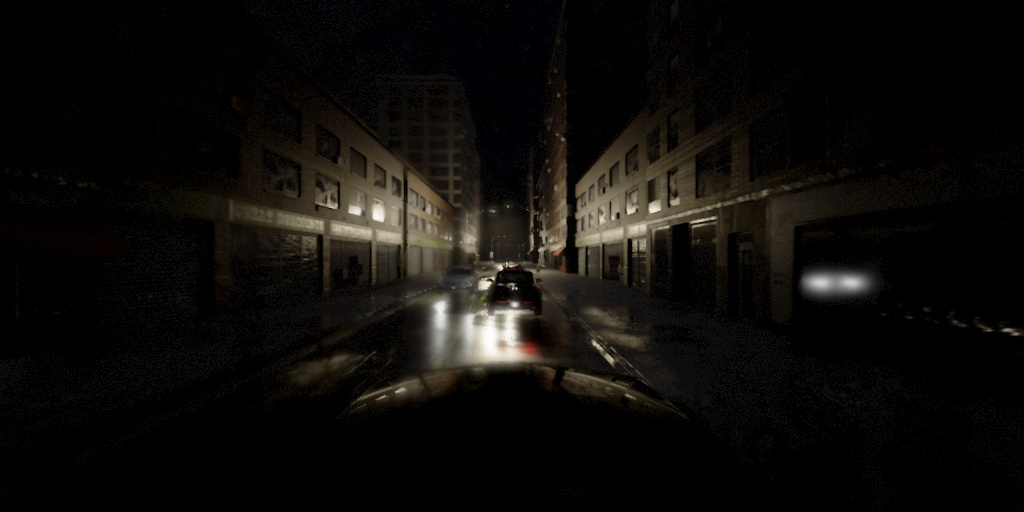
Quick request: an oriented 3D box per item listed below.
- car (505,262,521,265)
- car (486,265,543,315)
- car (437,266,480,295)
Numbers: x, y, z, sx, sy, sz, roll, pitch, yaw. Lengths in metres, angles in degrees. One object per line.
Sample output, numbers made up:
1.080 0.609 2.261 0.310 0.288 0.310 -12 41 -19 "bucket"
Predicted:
0.097 1.262 31.726 2.128 1.511 4.902 0 0 0 "car"
0.098 1.260 13.530 1.837 1.490 4.892 0 0 0 "car"
-2.844 1.285 19.800 1.812 1.442 4.674 0 0 0 "car"
